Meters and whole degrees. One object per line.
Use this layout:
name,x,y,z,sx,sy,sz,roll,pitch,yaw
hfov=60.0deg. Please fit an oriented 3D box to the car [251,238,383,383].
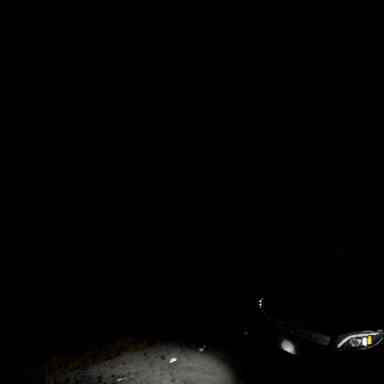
car,3.013,1.522,5.212,4.674,1.442,1.812,0,0,-35
